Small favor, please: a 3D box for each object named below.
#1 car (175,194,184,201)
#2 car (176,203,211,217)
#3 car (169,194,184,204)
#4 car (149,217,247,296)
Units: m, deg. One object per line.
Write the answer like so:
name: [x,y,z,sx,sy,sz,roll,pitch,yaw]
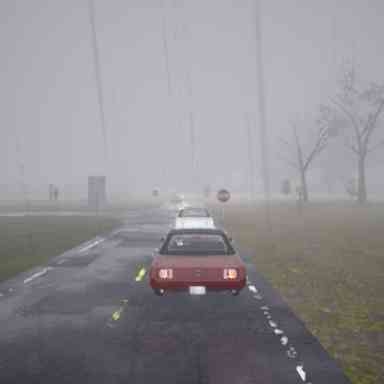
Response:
car: [-2.643,1.151,71.289,1.882,1.535,5.008,0,0,0]
car: [0.077,1.521,18.260,1.895,1.301,4.718,0,0,-1]
car: [-2.734,1.250,56.107,1.837,1.490,4.892,0,1,0]
car: [0.114,1.564,8.514,1.895,1.301,4.718,0,0,0]
